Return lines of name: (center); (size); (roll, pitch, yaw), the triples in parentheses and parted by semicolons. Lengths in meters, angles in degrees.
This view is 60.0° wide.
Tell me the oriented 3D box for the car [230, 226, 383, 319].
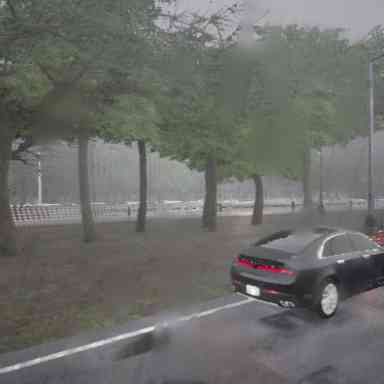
car: (3.022, 1.529, 7.505); (4.892, 1.490, 1.837); (0, 0, -38)
